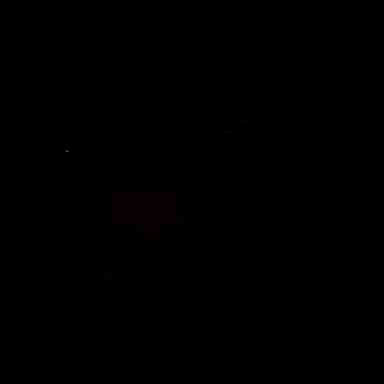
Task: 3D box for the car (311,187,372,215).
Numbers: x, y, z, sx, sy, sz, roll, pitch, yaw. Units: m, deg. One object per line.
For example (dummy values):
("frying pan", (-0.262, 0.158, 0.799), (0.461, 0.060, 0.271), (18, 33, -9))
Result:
("car", (8.306, 0.482, 18.451), (4.193, 1.474, 1.816), (-1, -2, -40))
